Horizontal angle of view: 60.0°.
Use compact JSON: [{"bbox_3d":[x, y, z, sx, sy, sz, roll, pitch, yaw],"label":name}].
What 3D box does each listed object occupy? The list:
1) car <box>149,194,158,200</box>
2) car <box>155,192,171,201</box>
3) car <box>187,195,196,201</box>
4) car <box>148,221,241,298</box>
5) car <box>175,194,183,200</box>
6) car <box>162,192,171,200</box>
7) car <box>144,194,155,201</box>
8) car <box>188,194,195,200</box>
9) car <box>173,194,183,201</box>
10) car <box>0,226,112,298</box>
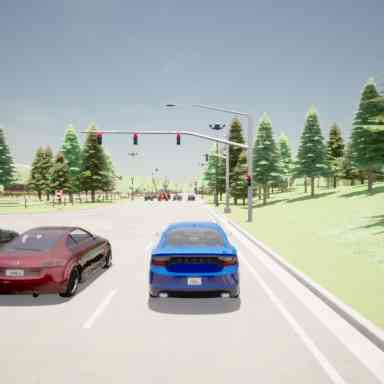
[{"bbox_3d":[-10.658,1.332,92.855,1.837,1.490,4.892,0,0,0],"label":"car"},{"bbox_3d":[-7.141,1.217,82.471,2.150,2.045,5.566,0,0,0],"label":"car"},{"bbox_3d":[-0.140,1.469,82.453,1.882,1.535,5.008,0,0,0],"label":"car"},{"bbox_3d":[0.055,1.478,8.550,1.882,1.535,5.008,0,0,0],"label":"car"},{"bbox_3d":[-3.658,1.385,92.867,1.994,1.385,4.181,0,0,0],"label":"car"},{"bbox_3d":[-7.158,1.057,92.891,2.150,2.045,5.566,0,0,0],"label":"car"},{"bbox_3d":[-10.640,1.491,82.435,1.837,1.490,4.892,0,0,0],"label":"car"},{"bbox_3d":[-0.158,1.385,92.873,1.994,1.385,4.181,0,0,0],"label":"car"},{"bbox_3d":[-3.641,1.346,82.800,2.097,1.767,4.553,0,0,0],"label":"car"},{"bbox_3d":[-3.451,1.564,8.578,1.994,1.385,4.181,0,0,1],"label":"car"}]
